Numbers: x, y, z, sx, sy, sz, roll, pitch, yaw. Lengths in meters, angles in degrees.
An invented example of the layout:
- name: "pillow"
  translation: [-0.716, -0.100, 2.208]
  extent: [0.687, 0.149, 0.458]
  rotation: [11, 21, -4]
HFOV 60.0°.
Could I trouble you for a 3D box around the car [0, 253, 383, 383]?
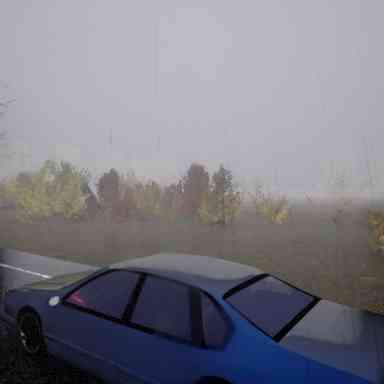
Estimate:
- name: "car"
  translation: [-0.324, 1.548, 4.245]
  extent: [5.357, 1.411, 2.033]
  rotation: [0, 0, 36]
